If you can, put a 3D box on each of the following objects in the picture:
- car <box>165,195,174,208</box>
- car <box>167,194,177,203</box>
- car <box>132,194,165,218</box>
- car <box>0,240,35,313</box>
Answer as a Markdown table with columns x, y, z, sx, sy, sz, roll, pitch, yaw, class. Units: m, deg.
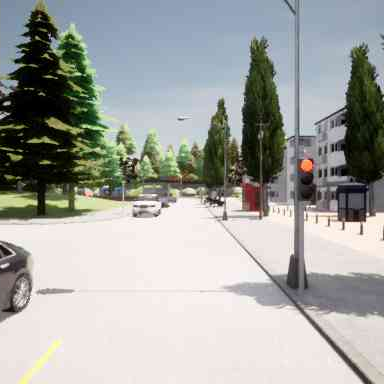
| x | y | z | sx | sy | sz | roll | pitch | yaw | class |
| --- | --- | --- | --- | --- | --- | --- | --- | --- | --- |
| -4.130 | 1.547 | 47.257 | 2.033 | 1.411 | 5.357 | 0 | 0 | 0 | car |
| -4.019 | 1.564 | 67.338 | 1.994 | 1.385 | 4.181 | 0 | 0 | 0 | car |
| -4.121 | 1.221 | 31.054 | 2.150 | 2.045 | 5.566 | 0 | 0 | 0 | car |
| -4.104 | 1.505 | 4.856 | 1.837 | 1.490 | 4.892 | 0 | 0 | 0 | car |
